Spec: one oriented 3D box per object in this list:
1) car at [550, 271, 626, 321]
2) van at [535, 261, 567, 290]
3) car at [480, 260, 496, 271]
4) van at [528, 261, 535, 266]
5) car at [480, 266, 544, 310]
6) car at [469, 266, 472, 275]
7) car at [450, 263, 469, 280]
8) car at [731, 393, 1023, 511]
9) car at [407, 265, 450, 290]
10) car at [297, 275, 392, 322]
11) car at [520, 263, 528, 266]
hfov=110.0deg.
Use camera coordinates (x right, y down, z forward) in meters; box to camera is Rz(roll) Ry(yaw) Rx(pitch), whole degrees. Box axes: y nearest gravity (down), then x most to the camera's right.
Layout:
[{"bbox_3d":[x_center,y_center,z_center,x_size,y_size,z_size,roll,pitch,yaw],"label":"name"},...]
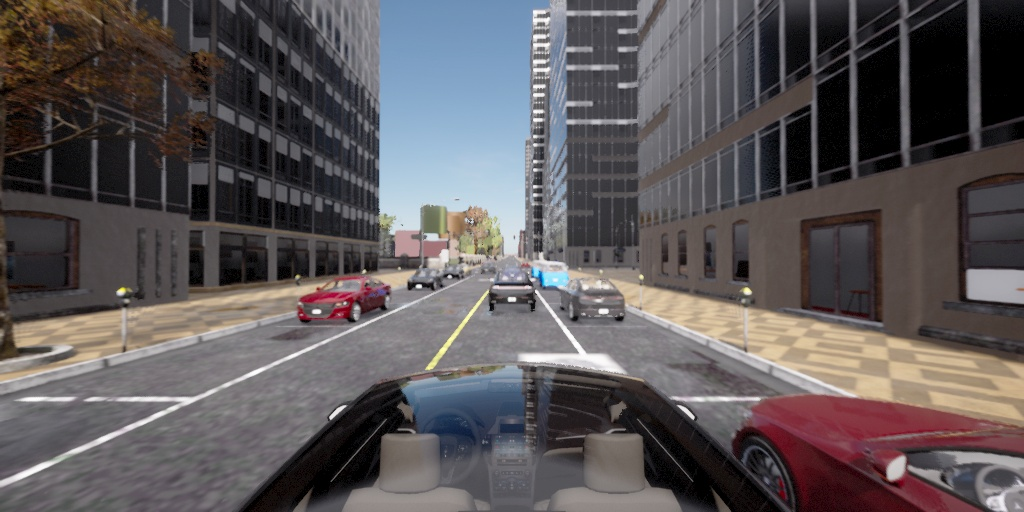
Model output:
[{"bbox_3d":[2.689,1.406,12.696,2.007,1.370,4.403,0,0,0],"label":"car"},{"bbox_3d":[2.689,1.285,24.102,1.690,1.789,3.998,0,0,0],"label":"van"},{"bbox_3d":[-3.023,1.585,46.393,1.837,1.490,4.892,0,-1,1],"label":"car"},{"bbox_3d":[2.770,1.354,35.499,1.690,1.789,3.998,0,0,0],"label":"van"},{"bbox_3d":[0.023,1.372,15.342,2.128,1.511,4.902,0,0,1],"label":"car"},{"bbox_3d":[-5.822,1.582,42.731,1.751,1.417,4.829,0,0,0],"label":"car"},{"bbox_3d":[-5.773,1.580,35.497,1.948,1.339,4.313,0,0,0],"label":"car"},{"bbox_3d":[2.690,1.328,1.294,1.802,1.307,4.207,0,0,0],"label":"car"},{"bbox_3d":[-5.692,1.510,24.100,1.948,1.339,4.313,0,0,0],"label":"car"},{"bbox_3d":[-5.691,1.401,12.695,1.888,1.381,4.507,0,0,0],"label":"car"},{"bbox_3d":[0.009,1.525,29.355,2.033,1.411,5.357,0,0,0],"label":"car"}]
